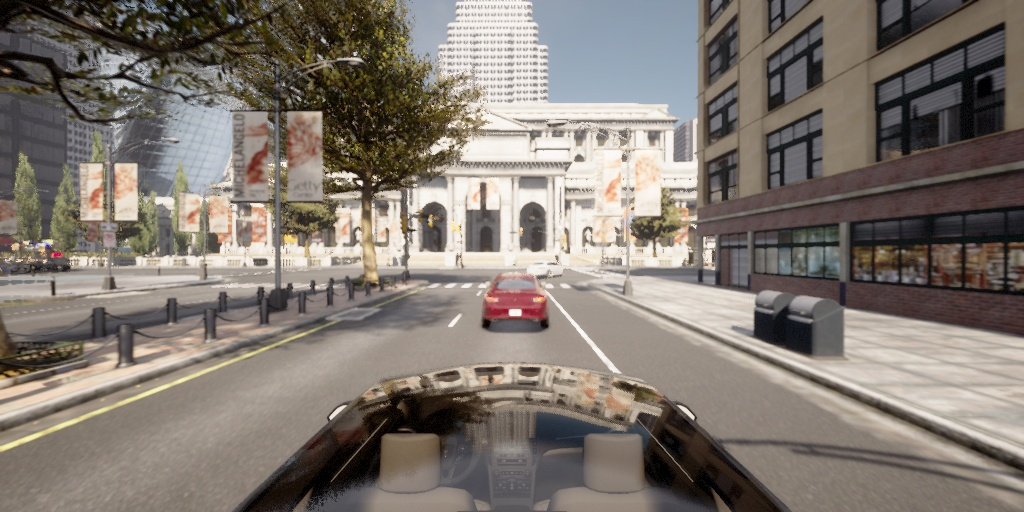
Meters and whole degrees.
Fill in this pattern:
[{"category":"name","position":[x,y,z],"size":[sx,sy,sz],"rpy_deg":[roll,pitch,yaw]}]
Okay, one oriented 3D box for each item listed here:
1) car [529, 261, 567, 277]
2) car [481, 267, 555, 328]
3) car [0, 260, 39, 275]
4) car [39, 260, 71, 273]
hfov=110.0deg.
[{"category":"car","position":[3.027,1.108,30.827],"size":[1.812,1.442,4.674],"rpy_deg":[-1,0,35]},{"category":"car","position":[0.110,1.222,11.100],"size":[1.812,1.442,4.674],"rpy_deg":[0,0,1]},{"category":"car","position":[-49.477,1.107,34.759],"size":[4.181,1.385,1.994],"rpy_deg":[0,0,0]},{"category":"car","position":[-50.440,1.123,38.349],"size":[4.718,1.301,1.895],"rpy_deg":[0,0,1]}]
